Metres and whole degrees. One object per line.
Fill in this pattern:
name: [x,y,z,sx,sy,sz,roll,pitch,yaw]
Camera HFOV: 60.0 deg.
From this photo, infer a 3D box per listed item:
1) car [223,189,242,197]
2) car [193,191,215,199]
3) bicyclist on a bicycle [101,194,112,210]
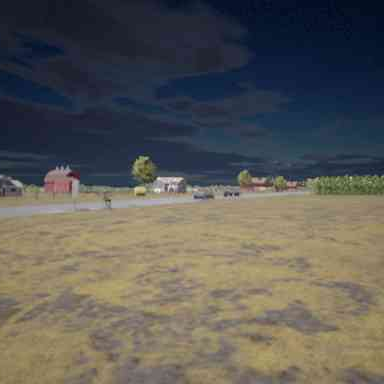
car: [7.821,0.242,64.029,1.837,1.490,4.892,1,2,35]
car: [2.083,0.493,55.869,1.994,1.385,4.181,1,2,36]
bicyclist on a bicycle: [-8.721,0.991,33.827,1.656,1.620,0.582,0,1,35]
